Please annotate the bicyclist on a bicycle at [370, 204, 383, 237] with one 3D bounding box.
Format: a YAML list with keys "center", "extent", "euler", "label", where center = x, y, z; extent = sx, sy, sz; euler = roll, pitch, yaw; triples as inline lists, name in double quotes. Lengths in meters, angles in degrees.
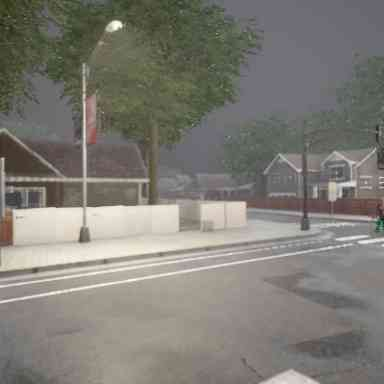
- center: [9.326, 1.427, 16.538]
  extent: [1.656, 1.620, 0.582]
  euler: [0, 0, -33]
  label: "bicyclist on a bicycle"

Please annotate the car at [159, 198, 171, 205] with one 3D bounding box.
- center: [-5.488, 1.812, 62.325]
  extent: [2.033, 1.411, 5.357]
  euler: [0, 0, -23]
  label: "car"
